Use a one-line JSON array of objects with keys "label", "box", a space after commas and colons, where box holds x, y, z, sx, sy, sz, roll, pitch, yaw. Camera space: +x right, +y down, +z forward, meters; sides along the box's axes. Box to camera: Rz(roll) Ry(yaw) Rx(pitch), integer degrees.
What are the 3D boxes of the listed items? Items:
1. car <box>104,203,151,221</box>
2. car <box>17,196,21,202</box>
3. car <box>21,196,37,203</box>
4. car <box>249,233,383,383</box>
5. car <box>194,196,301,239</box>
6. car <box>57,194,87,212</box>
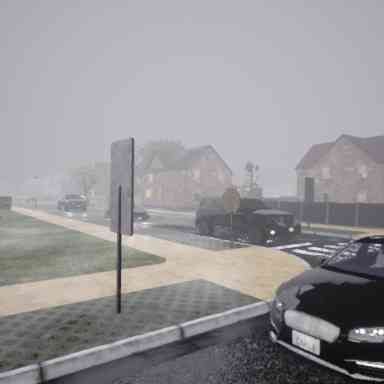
[{"label": "car", "box": [-5.293, 1.524, 26.451, 2.033, 1.411, 5.357, 1, 0, -35]}, {"label": "car", "box": [-41.217, 1.707, 80.995, 2.128, 1.511, 4.902, 1, -1, -36]}, {"label": "car", "box": [-35.209, 1.562, 72.690, 2.128, 1.511, 4.902, 1, -1, -36]}, {"label": "car", "box": [3.324, 1.491, 5.314, 4.902, 1.511, 2.128, 0, 0, -35]}, {"label": "car", "box": [2.412, 1.206, 15.967, 2.150, 2.045, 5.566, 1, 0, -38]}, {"label": "car", "box": [-13.898, 1.207, 38.390, 2.150, 2.045, 5.566, 1, 0, -35]}]
